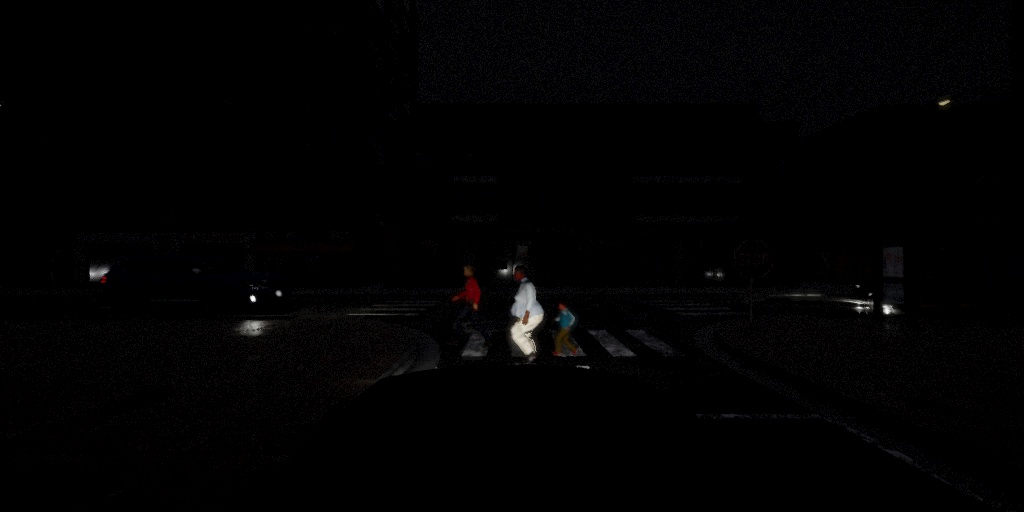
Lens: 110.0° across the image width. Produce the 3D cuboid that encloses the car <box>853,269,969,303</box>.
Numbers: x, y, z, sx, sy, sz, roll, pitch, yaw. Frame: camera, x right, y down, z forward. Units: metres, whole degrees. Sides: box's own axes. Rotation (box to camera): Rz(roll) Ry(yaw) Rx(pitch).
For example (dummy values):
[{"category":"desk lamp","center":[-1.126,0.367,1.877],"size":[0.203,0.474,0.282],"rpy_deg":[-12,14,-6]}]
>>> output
[{"category":"car","center":[18.351,1.268,15.707],"size":[5.357,1.411,2.033],"rpy_deg":[0,0,0]}]

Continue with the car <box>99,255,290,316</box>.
[{"category":"car","center":[-11.038,0.976,12.699],"size":[5.566,2.045,2.150],"rpy_deg":[0,0,0]}]

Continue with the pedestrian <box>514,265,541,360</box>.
[{"category":"pedestrian","center":[0.271,1.044,6.495],"size":[0.375,1.860,0.375],"rpy_deg":[0,0,0]}]

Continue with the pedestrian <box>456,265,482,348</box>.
[{"category":"pedestrian","center":[-0.920,1.043,7.697],"size":[0.375,1.860,0.375],"rpy_deg":[0,0,0]}]

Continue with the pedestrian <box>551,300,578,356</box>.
[{"category":"pedestrian","center":[1.080,1.421,7.092],"size":[0.500,1.100,0.500],"rpy_deg":[0,0,0]}]
